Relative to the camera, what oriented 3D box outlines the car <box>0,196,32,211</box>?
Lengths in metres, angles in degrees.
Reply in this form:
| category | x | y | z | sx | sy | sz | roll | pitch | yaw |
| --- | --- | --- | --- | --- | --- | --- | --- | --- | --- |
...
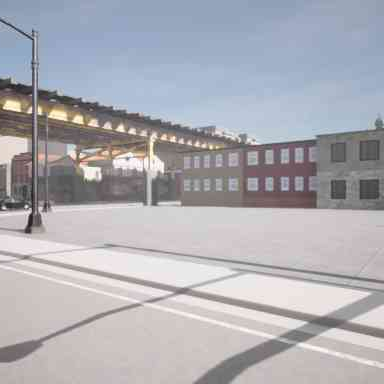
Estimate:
| category | x | y | z | sx | sy | sz | roll | pitch | yaw |
| --- | --- | --- | --- | --- | --- | --- | --- | --- | --- |
| car | -21.707 | 1.491 | 39.867 | 2.128 | 1.511 | 4.902 | 0 | 0 | 24 |

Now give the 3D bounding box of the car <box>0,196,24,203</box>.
| category | x | y | z | sx | sy | sz | roll | pitch | yaw |
| --- | --- | --- | --- | --- | --- | --- | --- | --- | --- |
| car | -31.899 | 1.295 | 57.865 | 4.536 | 1.218 | 1.853 | 0 | 0 | 6 |

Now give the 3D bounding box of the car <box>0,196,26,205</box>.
| category | x | y | z | sx | sy | sz | roll | pitch | yaw |
| --- | --- | --- | --- | --- | --- | --- | --- | --- | --- |
| car | -31.847 | 1.453 | 57.860 | 4.974 | 1.542 | 2.038 | 0 | 0 | 6 |

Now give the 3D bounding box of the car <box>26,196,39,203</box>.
| category | x | y | z | sx | sy | sz | roll | pitch | yaw |
| --- | --- | --- | --- | --- | --- | --- | --- | --- | --- |
| car | -28.348 | 1.295 | 59.145 | 1.853 | 1.218 | 4.536 | 0 | 0 | -24 |
